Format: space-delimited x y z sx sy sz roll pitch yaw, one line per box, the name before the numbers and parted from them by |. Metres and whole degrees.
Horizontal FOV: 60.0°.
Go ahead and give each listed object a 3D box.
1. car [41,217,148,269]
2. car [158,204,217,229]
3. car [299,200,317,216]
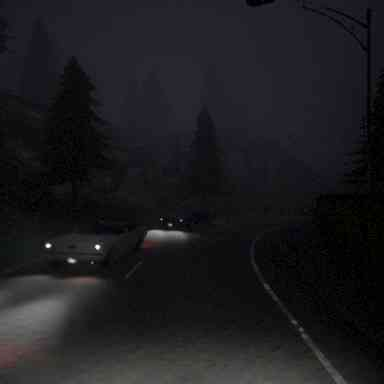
car | -3.008 1.576 11.301 1.895 1.301 4.718 0 0 8
car | -0.104 1.501 21.571 2.033 1.411 5.357 0 0 26
car | 12.065 1.411 31.000 5.008 1.535 1.882 0 0 -35
